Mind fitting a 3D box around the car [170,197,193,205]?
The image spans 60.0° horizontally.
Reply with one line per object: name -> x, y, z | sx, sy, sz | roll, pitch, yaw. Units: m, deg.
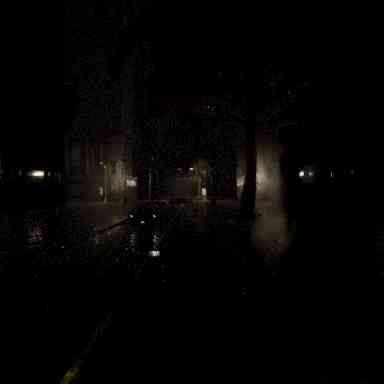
car -> -1.898, 1.584, 60.205 | 4.181, 1.385, 1.994 | 0, 0, 0

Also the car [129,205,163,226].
car -> -3.097, 1.605, 23.151 | 1.895, 1.301, 4.718 | 0, 0, 0
